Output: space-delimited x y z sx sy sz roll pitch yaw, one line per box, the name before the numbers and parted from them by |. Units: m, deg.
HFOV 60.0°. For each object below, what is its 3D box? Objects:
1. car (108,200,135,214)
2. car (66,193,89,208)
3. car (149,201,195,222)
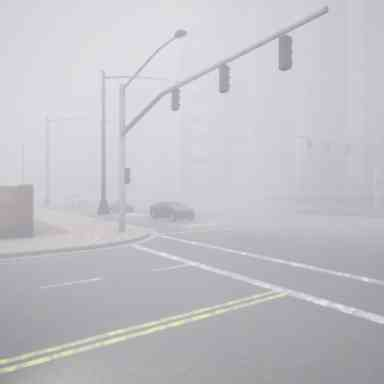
car | -7.796 1.570 35.807 1.994 1.385 4.181 0 0 -35
car | -16.974 1.228 48.977 2.150 2.045 5.566 0 0 -35
car | -1.675 1.484 27.087 1.882 1.535 5.008 0 0 -35
